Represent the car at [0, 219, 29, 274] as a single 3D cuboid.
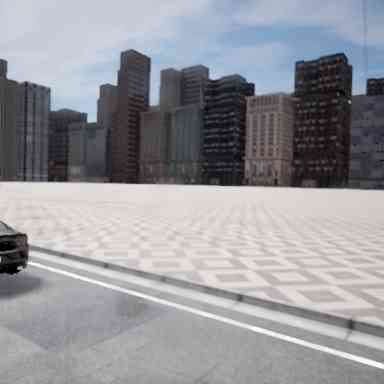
[{"bbox_3d":[-6.106,1.195,8.403,5.008,1.535,1.882,2,1,36],"label":"car"}]
